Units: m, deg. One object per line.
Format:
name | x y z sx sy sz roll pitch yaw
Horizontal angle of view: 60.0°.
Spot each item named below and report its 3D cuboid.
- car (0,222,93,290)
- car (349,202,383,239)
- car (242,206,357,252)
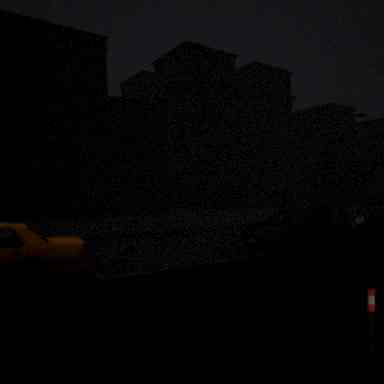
car | -4.923 1.319 7.063 5.366 1.575 1.946 1 -1 -33
car | 8.786 1.308 16.864 4.553 1.767 2.185 1 0 -33
car | 4.234 1.456 13.594 4.792 1.488 2.163 1 0 -33
